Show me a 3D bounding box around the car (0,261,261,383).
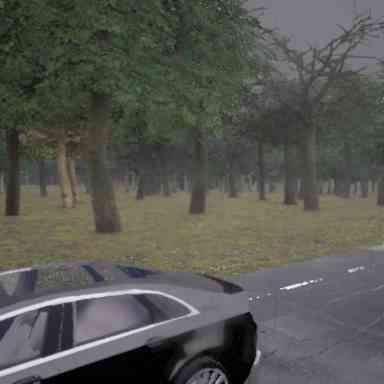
[{"bbox_3d":[-1.554,1.489,2.884,4.902,1.511,2.128,-1,0,-35],"label":"car"}]
